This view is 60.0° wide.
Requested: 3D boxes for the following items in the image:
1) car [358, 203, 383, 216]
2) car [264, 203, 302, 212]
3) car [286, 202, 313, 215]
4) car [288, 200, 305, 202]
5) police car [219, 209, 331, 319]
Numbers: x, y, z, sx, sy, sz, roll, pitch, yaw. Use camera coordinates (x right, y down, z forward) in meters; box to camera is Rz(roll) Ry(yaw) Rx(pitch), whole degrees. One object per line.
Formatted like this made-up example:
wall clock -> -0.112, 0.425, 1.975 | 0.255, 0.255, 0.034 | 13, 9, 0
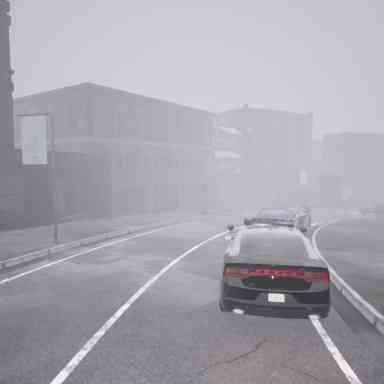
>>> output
car -> 22.470, 2.105, 40.392 | 5.357, 1.411, 2.033 | 2, 3, -32
car -> 4.254, 1.520, 16.688 | 1.882, 1.535, 5.008 | 2, 0, 21
car -> 6.613, 1.612, 21.858 | 1.812, 1.442, 4.674 | 2, 1, 28
car -> 11.173, 1.594, 35.821 | 2.033, 1.411, 5.357 | 4, 2, 44
police car -> 1.743, 1.433, 7.673 | 1.930, 1.638, 5.238 | 1, 0, 10
